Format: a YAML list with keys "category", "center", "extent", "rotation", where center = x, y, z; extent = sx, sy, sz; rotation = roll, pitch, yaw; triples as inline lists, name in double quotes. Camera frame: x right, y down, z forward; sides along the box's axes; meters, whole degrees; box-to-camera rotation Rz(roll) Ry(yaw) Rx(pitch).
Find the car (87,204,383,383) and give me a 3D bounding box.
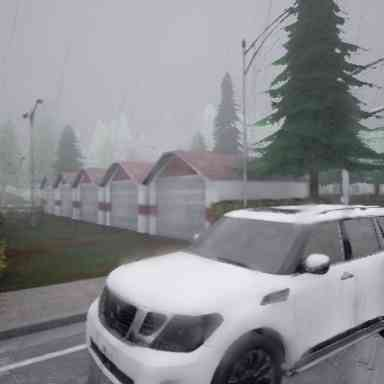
- category: "car"
  center: [1.379, 1.238, 4.967]
  extent: [5.566, 2.045, 2.150]
  rotation: [0, 0, -35]
